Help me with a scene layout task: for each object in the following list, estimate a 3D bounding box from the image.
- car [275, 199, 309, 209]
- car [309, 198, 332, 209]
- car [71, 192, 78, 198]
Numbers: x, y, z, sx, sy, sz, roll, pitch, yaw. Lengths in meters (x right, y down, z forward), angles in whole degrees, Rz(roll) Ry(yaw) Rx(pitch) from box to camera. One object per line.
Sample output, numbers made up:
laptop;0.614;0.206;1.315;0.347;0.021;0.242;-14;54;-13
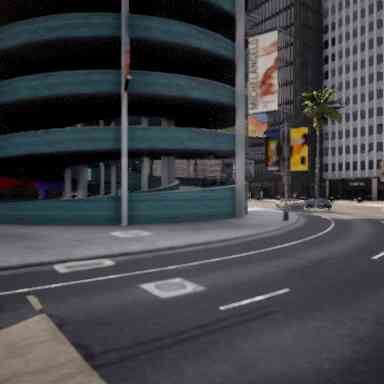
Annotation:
car;12.925;1.533;44.127;1.895;1.301;4.718;0;0;-16
car;16.515;1.494;43.758;1.994;1.385;4.181;0;0;-13
car;-19.726;0.973;57.561;2.435;2.045;5.566;0;0;-36
